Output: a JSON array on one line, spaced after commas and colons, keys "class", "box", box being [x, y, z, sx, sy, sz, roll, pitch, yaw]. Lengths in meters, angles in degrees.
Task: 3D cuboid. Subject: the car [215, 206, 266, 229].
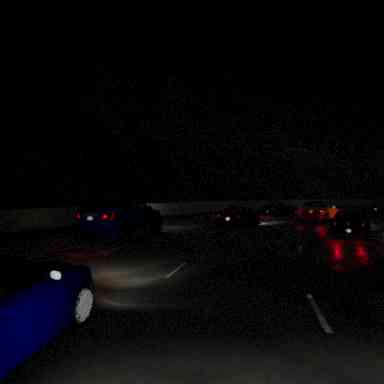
[{"class": "car", "box": [3.188, 1.643, 22.360, 1.994, 1.385, 4.181, 0, 0, 29]}]

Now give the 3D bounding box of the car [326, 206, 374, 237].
[{"class": "car", "box": [9.135, 1.695, 18.979, 1.895, 1.301, 4.718, 0, 0, 29]}]

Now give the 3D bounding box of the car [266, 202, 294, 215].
[{"class": "car", "box": [9.524, 1.747, 36.303, 4.718, 1.301, 1.895, 0, 0, -43]}]

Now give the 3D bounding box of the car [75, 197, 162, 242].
[{"class": "car", "box": [-3.515, 1.257, 17.075, 2.150, 2.045, 5.566, 0, 0, 21]}]

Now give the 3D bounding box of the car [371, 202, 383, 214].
[{"class": "car", "box": [20.748, 1.756, 35.857, 4.181, 1.385, 1.994, 0, 0, -36]}]

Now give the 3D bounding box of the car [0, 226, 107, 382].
[{"class": "car", "box": [-2.889, 1.478, 4.069, 1.882, 1.535, 5.008, 0, 0, 6]}]

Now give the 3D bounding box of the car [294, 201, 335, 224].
[{"class": "car", "box": [10.054, 1.470, 26.212, 2.097, 1.767, 4.553, 0, 0, 37]}]
